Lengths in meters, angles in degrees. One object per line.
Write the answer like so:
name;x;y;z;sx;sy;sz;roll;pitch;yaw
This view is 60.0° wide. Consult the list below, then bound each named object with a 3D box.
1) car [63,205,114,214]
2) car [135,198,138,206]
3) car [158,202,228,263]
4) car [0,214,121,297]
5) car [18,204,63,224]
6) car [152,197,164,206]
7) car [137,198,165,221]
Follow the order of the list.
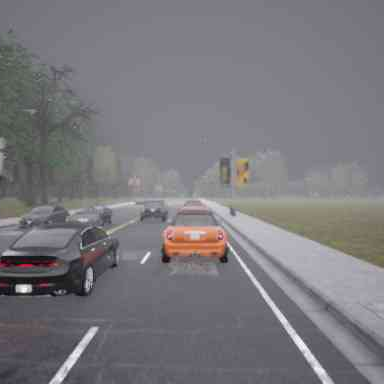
car;-6.602;1.625;22.537;2.128;1.511;4.902;0;0;0
car;-9.774;1.837;64.005;1.882;1.535;5.008;0;0;1
car;0.096;1.426;12.487;2.097;1.767;4.553;0;0;0
car;-3.160;1.560;8.676;1.837;1.490;4.892;0;0;0
car;-9.851;1.638;22.541;1.837;1.490;4.892;0;0;0
car;-6.524;1.837;64.007;1.882;1.535;5.008;0;0;1
car;-3.154;1.521;28.904;2.097;1.767;4.553;0;0;0
